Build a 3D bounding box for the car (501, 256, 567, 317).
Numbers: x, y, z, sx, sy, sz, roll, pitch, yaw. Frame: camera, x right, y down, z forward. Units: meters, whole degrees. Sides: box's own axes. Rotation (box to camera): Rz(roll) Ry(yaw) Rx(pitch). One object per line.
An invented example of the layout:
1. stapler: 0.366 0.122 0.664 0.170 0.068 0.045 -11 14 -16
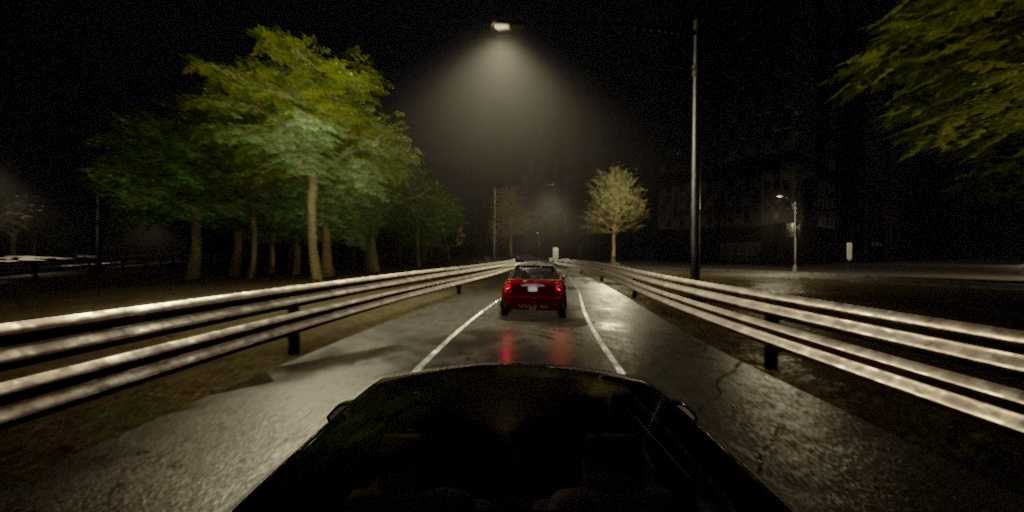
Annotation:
1. car: 0.925 1.030 13.160 2.097 1.767 4.553 1 0 8
